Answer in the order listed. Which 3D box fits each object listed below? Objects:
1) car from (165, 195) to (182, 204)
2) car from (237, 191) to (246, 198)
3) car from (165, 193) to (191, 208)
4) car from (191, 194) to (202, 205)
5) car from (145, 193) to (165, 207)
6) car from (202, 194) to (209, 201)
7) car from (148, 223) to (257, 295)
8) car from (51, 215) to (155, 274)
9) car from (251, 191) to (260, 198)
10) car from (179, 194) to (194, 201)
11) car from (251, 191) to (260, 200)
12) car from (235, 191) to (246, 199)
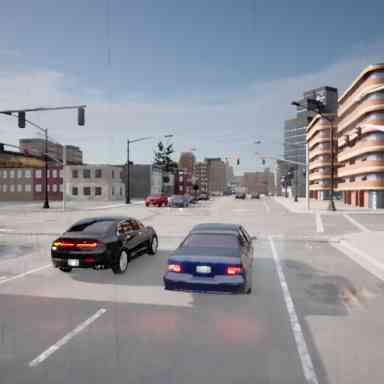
[{"bbox_3d":[-3.238,1.298,58.921,1.812,1.442,4.674,0,1,12],"label":"car"},{"bbox_3d":[13.004,0.640,86.695,2.097,1.767,4.553,0,0,11],"label":"car"},{"bbox_3d":[-1.939,1.271,47.465,2.097,1.767,4.553,0,1,11],"label":"car"},{"bbox_3d":[-0.178,1.292,56.374,2.128,1.511,4.902,0,1,11],"label":"car"},{"bbox_3d":[-5.146,1.130,49.341,2.150,2.045,5.566,0,1,11],"label":"car"},{"bbox_3d":[2.456,1.130,69.316,2.033,1.411,5.357,0,1,11],"label":"car"},{"bbox_3d":[0.709,1.557,8.935,2.033,1.411,5.357,0,0,11],"label":"car"},{"bbox_3d":[-2.508,1.516,10.680,1.837,1.490,4.892,0,0,11],"label":"car"},{"bbox_3d":[16.360,0.551,85.620,2.097,1.767,4.553,0,0,11],"label":"car"},{"bbox_3d":[-1.039,1.129,69.681,2.033,1.411,5.357,0,1,11],"label":"car"},{"bbox_3d":[14.355,0.957,75.416,2.128,1.511,4.902,0,1,11],"label":"car"},{"bbox_3d":[11.108,0.980,77.043,1.994,1.385,4.181,0,1,11],"label":"car"}]
